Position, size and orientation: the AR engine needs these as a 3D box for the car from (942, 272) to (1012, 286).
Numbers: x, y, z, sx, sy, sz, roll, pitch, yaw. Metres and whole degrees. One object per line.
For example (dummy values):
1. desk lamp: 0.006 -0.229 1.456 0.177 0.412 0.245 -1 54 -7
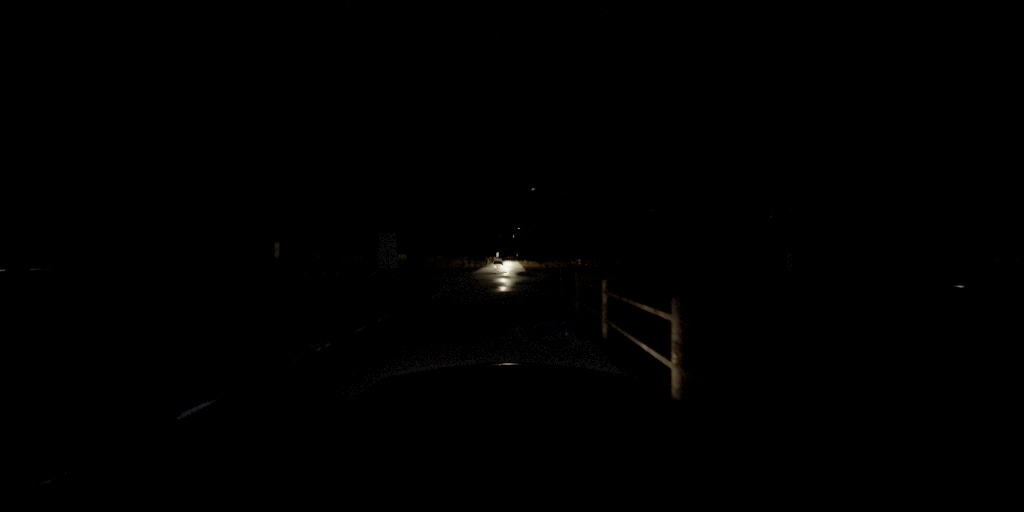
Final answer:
1. car: 48.387 2.384 37.332 5.357 1.411 2.033 2 1 0

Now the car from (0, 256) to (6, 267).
1. car: -49.964 0.516 33.974 4.674 1.442 1.812 1 1 0
